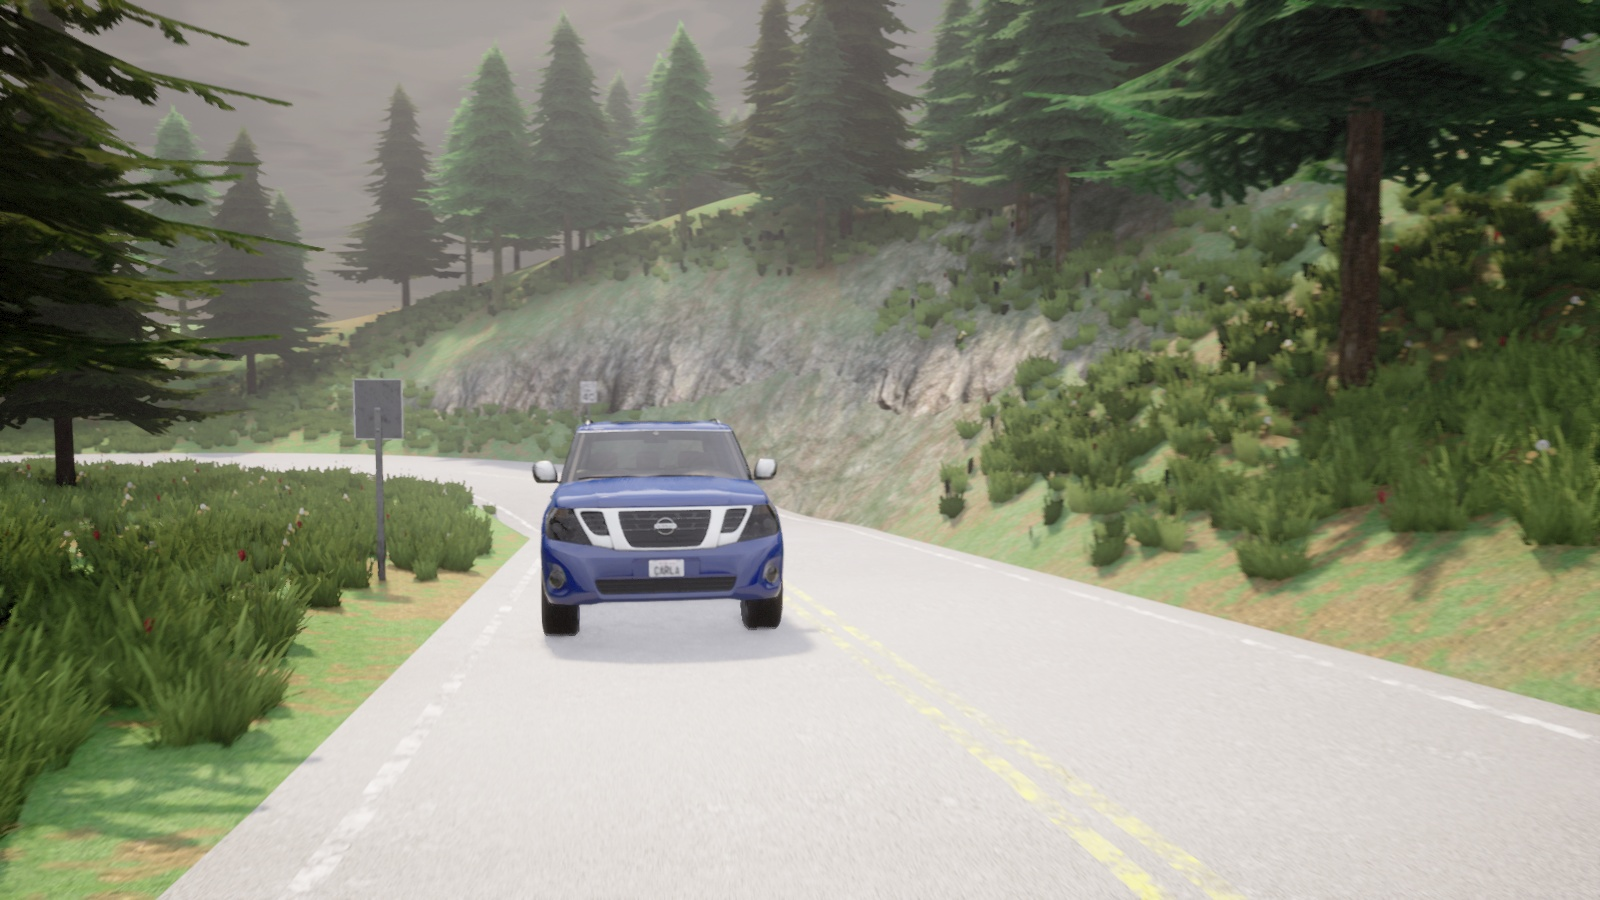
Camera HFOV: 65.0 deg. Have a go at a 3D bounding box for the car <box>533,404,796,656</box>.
[{"bbox_3d":[-1.534,0.682,13.235,2.150,2.045,5.566,-1,0,-9],"label":"car"}]
